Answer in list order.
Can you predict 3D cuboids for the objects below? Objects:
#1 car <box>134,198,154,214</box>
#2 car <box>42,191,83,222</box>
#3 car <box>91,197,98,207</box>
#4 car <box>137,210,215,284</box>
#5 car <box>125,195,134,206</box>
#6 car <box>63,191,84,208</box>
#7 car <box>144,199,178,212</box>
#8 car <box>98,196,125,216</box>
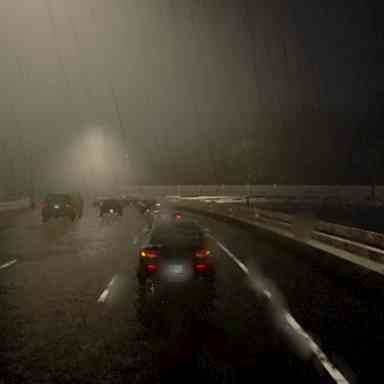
[{"bbox_3d":[-4.218,1.313,32.042,1.812,1.442,4.674,0,1,-15],"label":"car"},{"bbox_3d":[-9.589,1.062,24.909,2.150,2.045,5.566,0,1,-11],"label":"car"},{"bbox_3d":[-12.218,1.275,44.358,1.994,1.385,4.181,0,0,-22],"label":"car"},{"bbox_3d":[-0.438,1.463,9.306,1.812,1.442,4.674,0,0,-3],"label":"car"},{"bbox_3d":[-8.814,1.208,45.293,1.837,1.490,4.892,0,1,-22],"label":"car"},{"bbox_3d":[-15.540,0.940,43.339,2.150,2.045,5.566,0,0,-24],"label":"car"},{"bbox_3d":[-1.744,1.410,20.587,2.033,1.411,5.357,0,0,-9],"label":"car"},{"bbox_3d":[-7.373,1.307,30.321,1.837,1.490,4.892,0,1,-14],"label":"car"}]
